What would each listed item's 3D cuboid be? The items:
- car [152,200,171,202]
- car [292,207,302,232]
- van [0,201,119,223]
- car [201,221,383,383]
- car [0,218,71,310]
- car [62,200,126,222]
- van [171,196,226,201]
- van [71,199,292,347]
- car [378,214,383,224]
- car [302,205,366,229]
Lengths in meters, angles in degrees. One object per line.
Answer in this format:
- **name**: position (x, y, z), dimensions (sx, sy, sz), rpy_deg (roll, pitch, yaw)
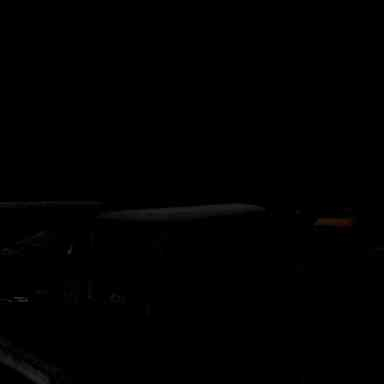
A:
- **car**: position (-1.449, 1.370, 23.504), dimensions (2.185, 1.767, 4.553), rpy_deg (0, 0, 35)
- **car**: position (5.371, 1.519, 18.681), dimensions (2.002, 1.452, 4.674), rpy_deg (0, 0, 35)
- **van**: position (-4.496, 1.257, 9.510), dimensions (1.878, 1.987, 4.442), rpy_deg (0, 0, 35)
- **car**: position (2.421, 1.468, 4.723), dimensions (2.097, 1.535, 5.008), rpy_deg (0, 0, 35)
- **car**: position (-2.147, 1.479, 7.973), dimensions (2.231, 1.521, 4.892), rpy_deg (0, 0, 35)
- **car**: position (-8.228, 1.533, 28.387), dimensions (2.097, 1.535, 5.008), rpy_deg (-1, 0, 36)
- **van**: position (0.901, 1.262, 22.010), dimensions (1.878, 1.987, 4.442), rpy_deg (0, 0, 35)
- **van**: position (0.207, 1.247, 6.447), dimensions (1.878, 1.987, 4.442), rpy_deg (0, 0, 35)
- **car**: position (9.908, 1.470, 15.448), dimensions (2.097, 1.535, 5.008), rpy_deg (0, 0, 35)
- **car**: position (7.533, 1.471, 16.917), dimensions (1.946, 1.575, 5.366), rpy_deg (0, 0, 35)
